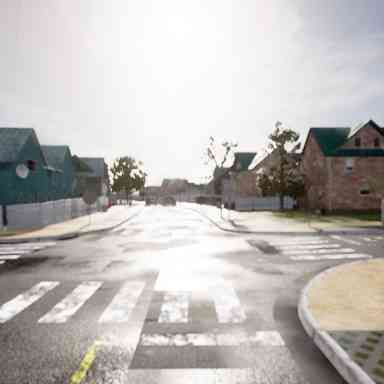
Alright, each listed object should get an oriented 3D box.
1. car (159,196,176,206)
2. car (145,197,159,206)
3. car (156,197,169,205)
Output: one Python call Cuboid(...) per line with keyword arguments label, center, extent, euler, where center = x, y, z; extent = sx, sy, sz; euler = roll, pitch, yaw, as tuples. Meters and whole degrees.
Cuboid(label="car", center=(-3.966, 1.489, 56.826), extent=(2.097, 1.767, 4.553), euler=(0, 0, -10))
Cuboid(label="car", center=(-7.446, 1.673, 60.492), extent=(1.837, 1.490, 4.892), euler=(0, -1, -10))
Cuboid(label="car", center=(-5.941, 1.707, 66.754), extent=(1.882, 1.535, 5.008), euler=(0, -1, -13))
